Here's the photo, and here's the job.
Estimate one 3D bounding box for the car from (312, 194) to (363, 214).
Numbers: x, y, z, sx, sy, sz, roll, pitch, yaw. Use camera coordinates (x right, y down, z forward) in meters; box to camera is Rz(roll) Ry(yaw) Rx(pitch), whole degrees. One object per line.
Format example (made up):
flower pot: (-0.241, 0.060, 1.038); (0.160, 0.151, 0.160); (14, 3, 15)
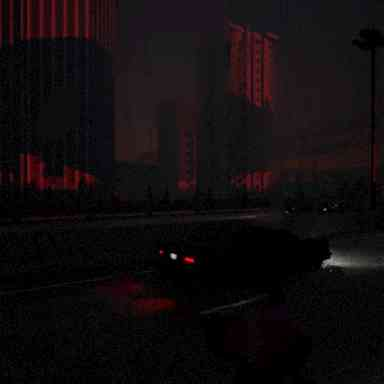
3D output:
car: (14.099, 1.231, 31.244); (5.566, 2.045, 2.150); (0, 0, -35)

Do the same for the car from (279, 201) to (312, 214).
car: (10.861, 1.608, 33.234); (4.718, 1.301, 1.895); (0, 0, -35)

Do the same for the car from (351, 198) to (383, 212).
car: (16.154, 1.500, 28.408); (4.902, 1.511, 2.128); (0, 0, -35)

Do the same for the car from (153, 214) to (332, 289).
car: (1.607, 1.546, 9.192); (5.357, 1.411, 2.033); (0, 0, -35)
